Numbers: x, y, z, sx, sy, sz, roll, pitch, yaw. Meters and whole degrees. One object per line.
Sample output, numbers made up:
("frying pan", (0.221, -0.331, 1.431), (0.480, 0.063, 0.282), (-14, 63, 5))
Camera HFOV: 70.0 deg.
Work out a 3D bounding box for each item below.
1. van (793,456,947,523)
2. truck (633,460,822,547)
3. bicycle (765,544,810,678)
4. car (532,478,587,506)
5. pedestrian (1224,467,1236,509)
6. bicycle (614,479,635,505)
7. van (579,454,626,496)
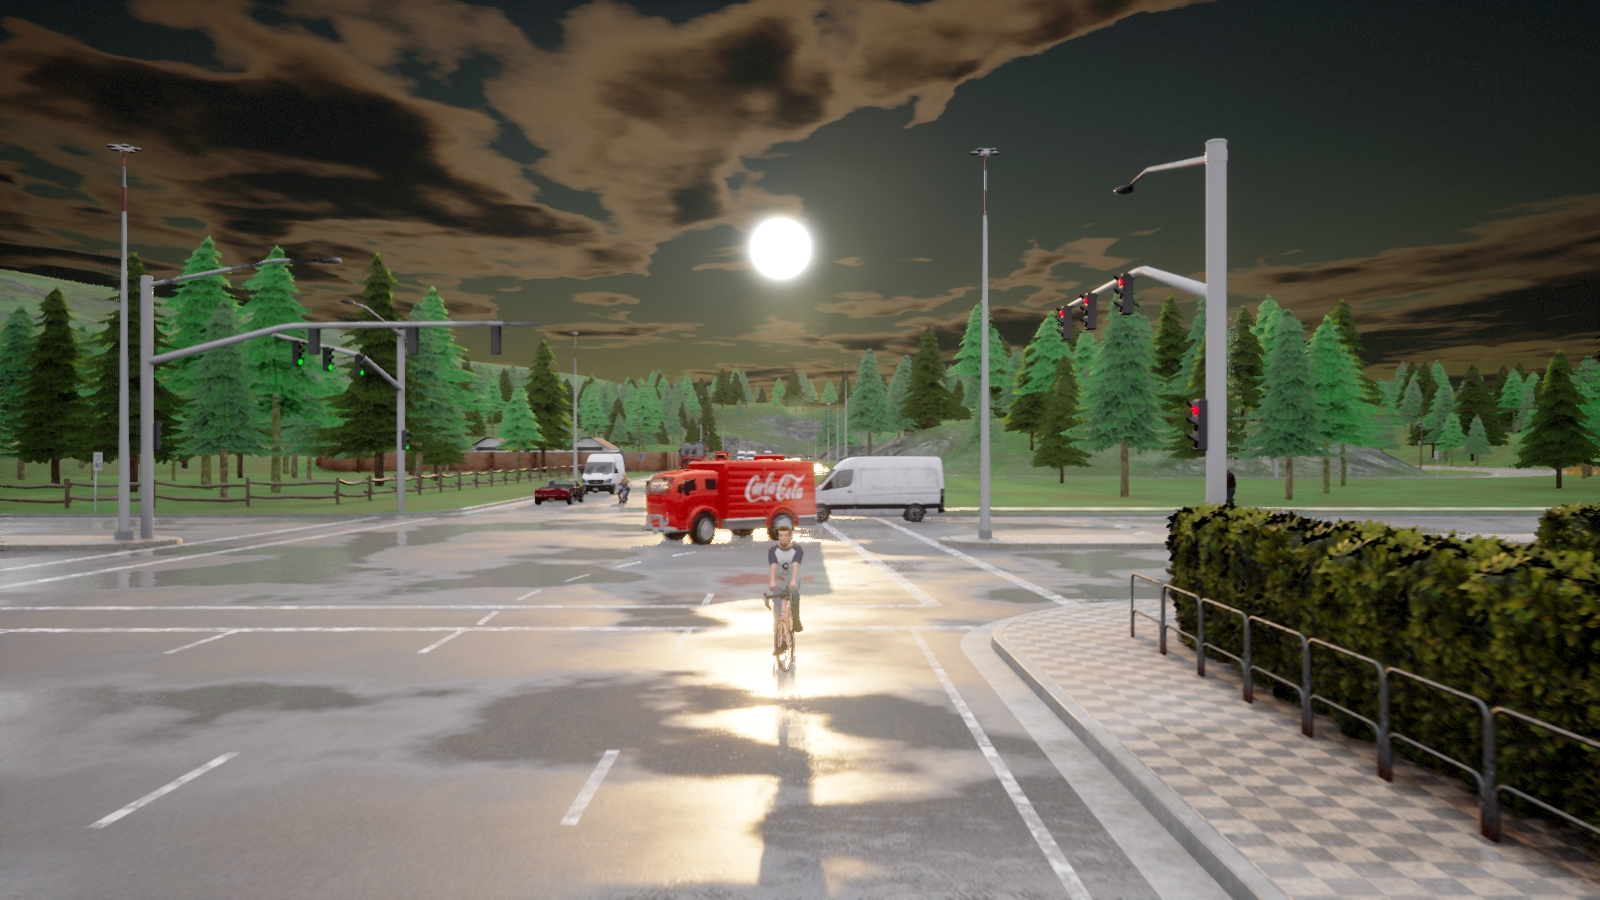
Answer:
("van", (2.698, 1.534, 45.024), (5.915, 2.561, 1.988), (0, 0, -1))
("truck", (-2.205, 1.568, 35.281), (5.204, 2.467, 2.627), (0, -1, -37))
("bicycle", (-0.145, 2.056, 14.930), (0.373, 1.496, 1.643), (-2, 0, 5))
("car", (-12.506, 2.155, 59.632), (1.895, 1.301, 4.718), (0, 0, 0))
("pedestrian", (19.314, 1.696, 51.296), (0.375, 1.860, 0.375), (0, 0, -2))
("bicycle", (-9.001, 2.158, 58.601), (0.859, 1.277, 1.487), (0, 0, -1))
("van", (-12.549, 1.535, 73.048), (1.988, 2.561, 5.915), (0, 0, 0))
